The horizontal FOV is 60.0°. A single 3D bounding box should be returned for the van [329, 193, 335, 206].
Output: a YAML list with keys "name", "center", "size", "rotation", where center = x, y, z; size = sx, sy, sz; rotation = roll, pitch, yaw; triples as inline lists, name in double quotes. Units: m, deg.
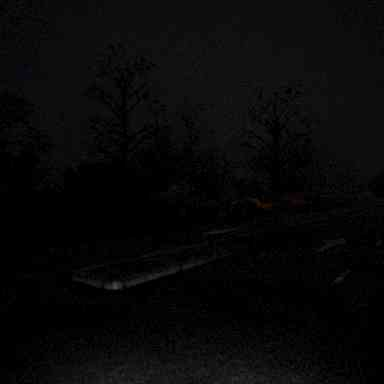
- name: "van"
  center: [17.669, 1.133, 47.961]
  size: [4.442, 1.987, 1.878]
  rotation: [1, 0, 16]

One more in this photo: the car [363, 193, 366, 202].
- name: "car"
  center: [33.010, 1.501, 69.828]
  size: [5.008, 1.535, 2.097]
  rotation: [1, 0, 15]

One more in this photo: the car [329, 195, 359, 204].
- name: "car"
  center: [29.622, 1.471, 64.957]
  size: [4.892, 1.521, 2.231]
  rotation: [1, 0, 15]

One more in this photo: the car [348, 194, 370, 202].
- name: "car"
  center: [41.197, 1.445, 82.164]
  size: [4.553, 1.767, 2.185]
  rotation: [1, 0, 13]

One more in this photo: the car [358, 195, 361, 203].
- name: "car"
  center: [28.089, 1.454, 62.488]
  size: [5.366, 1.575, 1.946]
  rotation: [1, 0, 15]

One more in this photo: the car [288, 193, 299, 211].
- name: "car"
  center: [8.877, 1.151, 35.889]
  size: [4.553, 1.767, 2.185]
  rotation: [1, 0, 16]

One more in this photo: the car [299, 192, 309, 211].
- name: "car"
  center: [10.666, 1.168, 38.286]
  size: [4.553, 1.767, 2.185]
  rotation: [1, 0, 16]

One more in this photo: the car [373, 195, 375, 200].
- name: "car"
  center: [42.642, 1.578, 84.683]
  size: [5.366, 1.575, 1.946]
  rotation: [1, 0, 13]

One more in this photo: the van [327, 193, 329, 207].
- name: "van"
  center: [15.941, 1.117, 45.536]
  size: [4.442, 1.987, 1.878]
  rotation: [1, 0, 16]

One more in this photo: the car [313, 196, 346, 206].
- name: "car"
  center: [22.708, 1.435, 55.264]
  size: [4.792, 1.488, 2.163]
  rotation: [1, 0, 16]

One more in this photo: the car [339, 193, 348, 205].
- name: "car"
  center: [21.191, 1.390, 52.789]
  size: [5.366, 1.575, 1.946]
  rotation: [1, 0, 16]

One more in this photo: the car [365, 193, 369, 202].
- name: "car"
  center: [36.301, 1.559, 74.738]
  size: [4.792, 1.488, 2.163]
  rotation: [1, 0, 14]

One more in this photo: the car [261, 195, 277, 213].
- name: "car"
  center: [4.776, 1.234, 30.406]
  size: [5.366, 1.575, 1.946]
  rotation: [1, 0, 16]

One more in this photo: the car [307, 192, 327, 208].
- name: "car"
  center: [14.070, 1.074, 43.148]
  size: [5.566, 2.045, 2.435]
  rotation: [1, 0, 16]

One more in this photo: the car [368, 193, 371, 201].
- name: "car"
  center: [38.012, 1.574, 77.196]
  size: [4.792, 1.488, 2.163]
  rotation: [1, 0, 14]

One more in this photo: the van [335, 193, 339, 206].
- name: "van"
  center: [19.398, 1.150, 50.386]
  size: [4.442, 1.987, 1.878]
  rotation: [1, 0, 16]

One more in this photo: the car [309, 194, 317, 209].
- name: "car"
  center: [12.364, 1.349, 40.725]
  size: [4.674, 1.452, 2.002]
  rotation: [1, 0, 16]

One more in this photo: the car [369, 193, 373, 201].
- name: "car"
  center: [39.615, 1.557, 79.666]
  size: [5.008, 1.535, 2.097]
  rotation: [1, 0, 13]

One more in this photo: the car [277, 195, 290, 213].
- name: "car"
  center: [6.958, 1.288, 33.118]
  size: [4.792, 1.488, 2.163]
  rotation: [1, 0, 16]

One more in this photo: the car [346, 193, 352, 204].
- name: "car"
  center: [24.494, 1.452, 57.679]
  size: [4.792, 1.488, 2.163]
  rotation: [1, 0, 15]

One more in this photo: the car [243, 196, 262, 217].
- name: "car"
  center: [2.986, 1.223, 27.599]
  size: [4.892, 1.521, 2.231]
  rotation: [1, 0, 16]

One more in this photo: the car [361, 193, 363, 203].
- name: "car"
  center: [31.347, 1.360, 67.384]
  size: [4.553, 1.767, 2.185]
  rotation: [1, 0, 15]

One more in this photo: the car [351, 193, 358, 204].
- name: "car"
  center: [26.167, 1.186, 60.110]
  size: [5.566, 2.045, 2.435]
  rotation: [1, 0, 15]

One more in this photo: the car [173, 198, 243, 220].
- name: "car"
  center: [1.001, 1.203, 24.846]
  size: [4.892, 1.521, 2.231]
  rotation: [1, 0, 16]
